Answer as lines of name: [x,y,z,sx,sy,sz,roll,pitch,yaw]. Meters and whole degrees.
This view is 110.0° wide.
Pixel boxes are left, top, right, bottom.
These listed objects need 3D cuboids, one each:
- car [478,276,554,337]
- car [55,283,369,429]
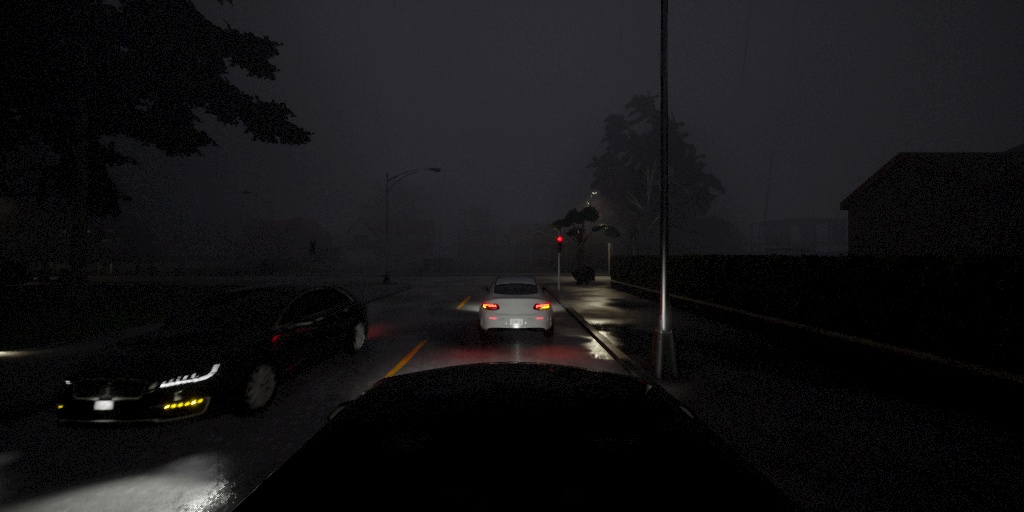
car: [0.099,1.276,10.156,1.812,1.442,4.674,0,0,0]
car: [-4.065,1.256,6.015,1.837,1.490,4.892,0,0,0]
